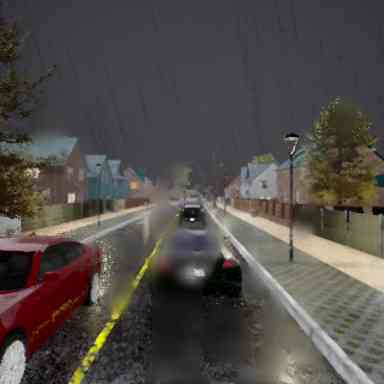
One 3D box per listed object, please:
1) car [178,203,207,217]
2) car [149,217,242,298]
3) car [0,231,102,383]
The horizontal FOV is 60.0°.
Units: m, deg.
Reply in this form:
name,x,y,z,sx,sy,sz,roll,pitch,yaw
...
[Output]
name,x,y,z,sx,sy,sz,roll,pitch,yaw
car,0.035,1.562,24.285,1.837,1.490,4.892,0,0,0
car,0.077,1.573,8.581,1.994,1.385,4.181,0,0,0
car,-2.864,1.482,5.209,1.882,1.535,5.008,0,0,0
